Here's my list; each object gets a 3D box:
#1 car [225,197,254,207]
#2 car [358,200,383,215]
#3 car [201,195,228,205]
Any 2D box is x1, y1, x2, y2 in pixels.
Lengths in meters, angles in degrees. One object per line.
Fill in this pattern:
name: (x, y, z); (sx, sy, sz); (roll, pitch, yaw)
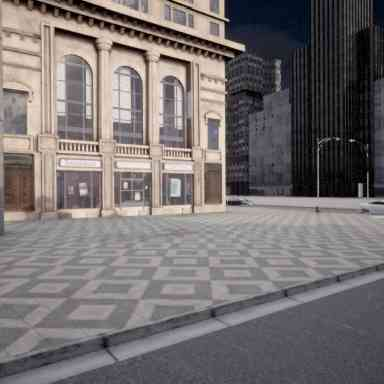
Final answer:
car: (6.732, 1.420, 47.034); (1.812, 1.442, 4.674); (-1, 1, -34)
car: (17.792, 1.475, 30.726); (1.812, 1.442, 4.674); (-1, 1, -34)
car: (3.741, 1.328, 57.021); (2.128, 1.511, 4.902); (-1, 1, -34)
